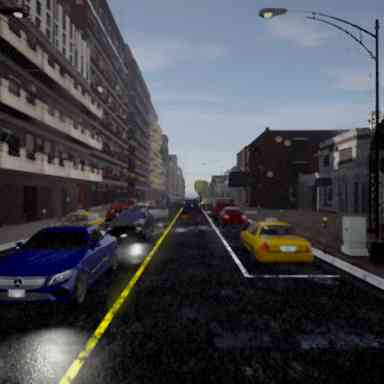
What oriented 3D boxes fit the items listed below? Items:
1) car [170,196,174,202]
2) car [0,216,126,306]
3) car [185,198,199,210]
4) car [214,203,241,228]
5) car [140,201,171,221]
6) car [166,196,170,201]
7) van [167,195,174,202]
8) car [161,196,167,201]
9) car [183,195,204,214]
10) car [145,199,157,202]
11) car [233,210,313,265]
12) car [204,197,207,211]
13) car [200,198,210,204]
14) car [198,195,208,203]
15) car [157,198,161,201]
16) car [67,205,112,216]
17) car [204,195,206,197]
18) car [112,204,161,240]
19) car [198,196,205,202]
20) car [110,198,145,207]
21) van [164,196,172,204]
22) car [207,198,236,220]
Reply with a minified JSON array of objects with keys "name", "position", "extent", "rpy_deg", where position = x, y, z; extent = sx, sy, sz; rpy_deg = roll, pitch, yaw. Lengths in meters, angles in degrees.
[{"name":"car","position":[-5.657,1.689,72.404],"extent":[2.192,1.841,5.009],"rpy_deg":[0,0,0]},{"name":"car","position":[-3.092,1.551,8.230],"extent":[1.812,1.442,4.674],"rpy_deg":[0,0,0]},{"name":"car","position":[0.028,1.715,48.877],"extent":[1.882,1.535,5.008],"rpy_deg":[0,0,0]},{"name":"car","position":[2.702,1.679,22.547],"extent":[1.802,1.307,4.206],"rpy_deg":[0,0,0]},{"name":"car","position":[-3.071,1.725,28.421],"extent":[1.895,1.301,4.718],"rpy_deg":[0,0,0]},{"name":"car","position":[-5.662,1.746,61.324],"extent":[1.967,1.590,4.097],"rpy_deg":[0,0,0]},{"name":"van","position":[-5.651,1.825,89.021],"extent":[1.690,1.788,3.998],"rpy_deg":[0,0,0]},{"name":"car","position":[-5.665,1.818,55.786],"extent":[1.887,1.381,4.507],"rpy_deg":[0,0,0]},{"name":"car","position":[0.017,1.530,38.243],"extent":[2.097,1.767,4.553],"rpy_deg":[0,0,0]},{"name":"car","position":[-5.672,1.730,39.167],"extent":[2.008,1.369,4.403],"rpy_deg":[0,0,0]},{"name":"car","position":[2.698,1.570,11.639],"extent":[1.752,1.417,4.829],"rpy_deg":[0,0,0]},{"name":"car","position":[2.711,1.766,44.704],"extent":[2.008,1.369,4.403],"rpy_deg":[0,0,0]},{"name":"car","position":[2.722,1.930,72.399],"extent":[2.008,1.369,4.403],"rpy_deg":[0,0,0]},{"name":"car","position":[2.728,1.766,83.479],"extent":[2.192,1.841,5.009],"rpy_deg":[0,0,0]},{"name":"car","position":[-5.669,1.734,44.536],"extent":[1.752,1.417,4.829],"rpy_deg":[0,0,0]},{"name":"car","position":[-5.681,1.590,16.841],"extent":[1.752,1.417,4.829],"rpy_deg":[0,0,0]},{"name":"car","position":[2.720,1.871,67.030],"extent":[1.752,1.417,4.829],"rpy_deg":[0,0,0]},{"name":"car","position":[-3.081,1.618,17.880],"extent":[2.033,1.411,5.357],"rpy_deg":[0,0,1]},{"name":"car","position":[2.732,1.968,94.556],"extent":[1.967,1.590,4.097],"rpy_deg":[0,0,0]},{"name":"car","position":[-5.675,1.435,28.090],"extent":[2.192,1.841,5.009],"rpy_deg":[0,0,0]},{"name":"van","position":[-5.655,1.750,77.944],"extent":[1.690,1.788,3.998],"rpy_deg":[0,0,0]},{"name":"car","position":[2.706,1.441,28.088],"extent":[2.192,1.841,5.009],"rpy_deg":[0,0,0]}]
